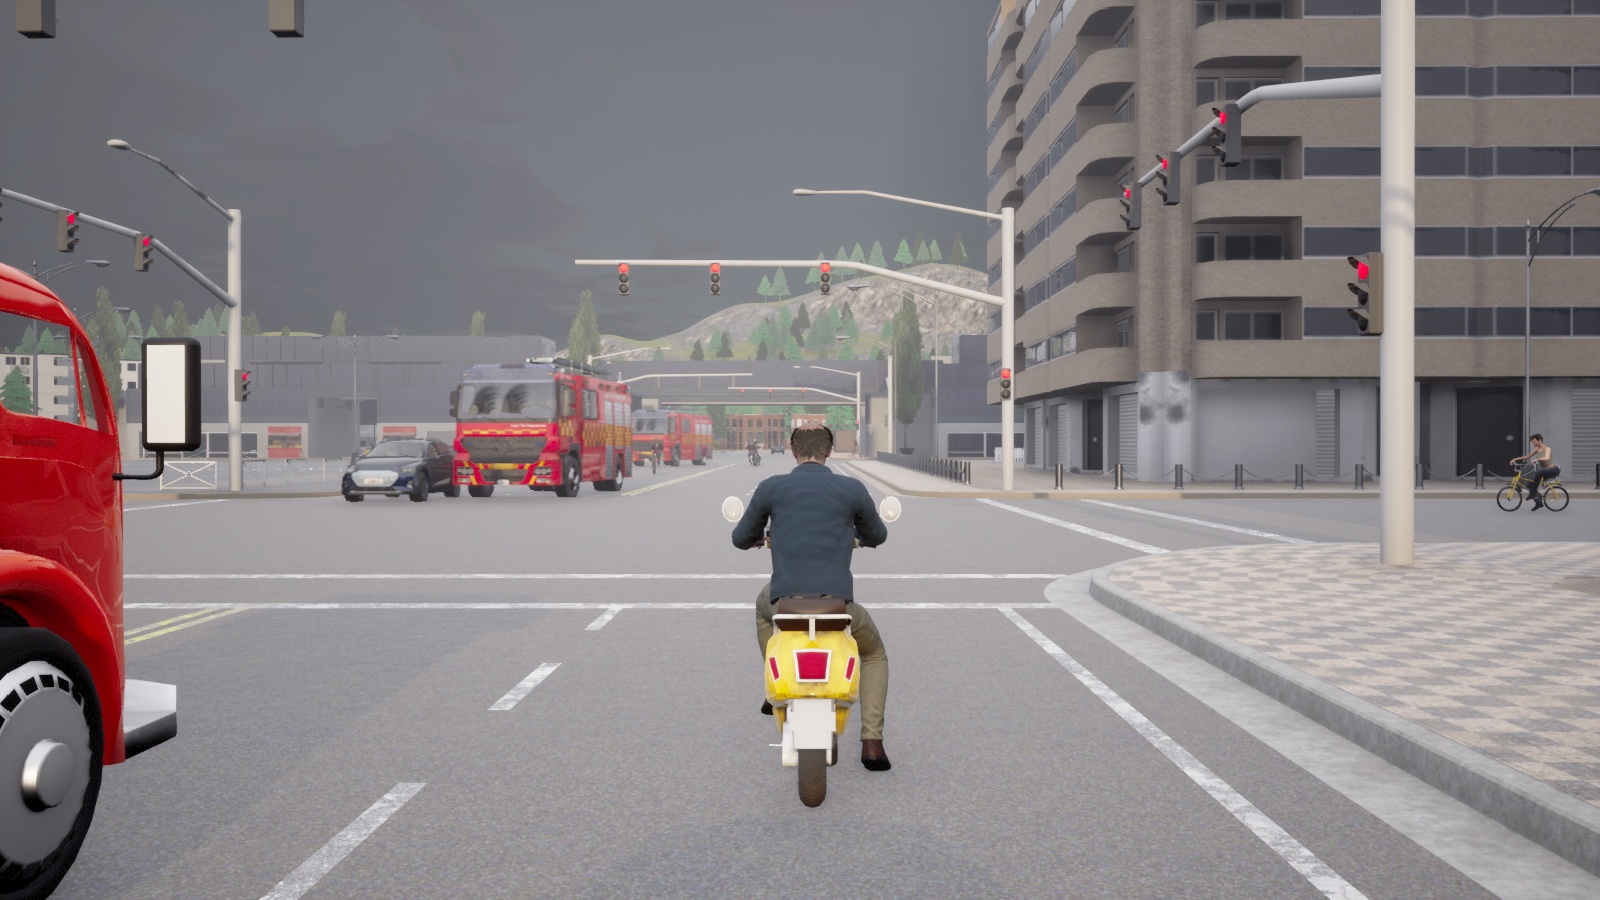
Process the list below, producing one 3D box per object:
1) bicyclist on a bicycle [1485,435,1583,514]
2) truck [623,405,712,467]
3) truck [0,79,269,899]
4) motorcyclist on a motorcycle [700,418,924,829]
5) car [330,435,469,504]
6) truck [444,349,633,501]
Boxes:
[{"bbox_3d":[15.104,0.494,25.880,1.509,1.612,0.866,0,0,0],"label":"bicyclist on a bicycle"},{"bbox_3d":[-8.425,-0.882,81.055,2.891,3.827,8.468,0,0,15],"label":"truck"},{"bbox_3d":[-3.468,0.243,2.454,2.627,2.467,5.204,0,0,0],"label":"truck"},{"bbox_3d":[0.053,0.667,5.772,0.866,1.590,1.817,0,0,0],"label":"motorcyclist on a motorcycle"},{"bbox_3d":[-10.272,0.463,32.643,2.033,1.649,4.856,0,0,0],"label":"car"},{"bbox_3d":[-7.217,-0.636,36.078,2.891,3.827,8.468,0,0,6],"label":"truck"}]
